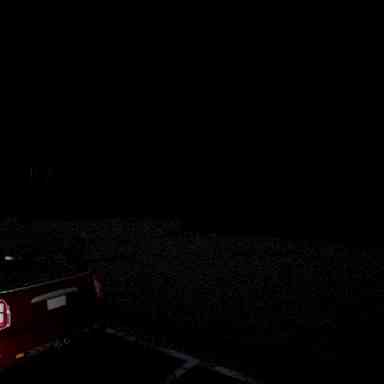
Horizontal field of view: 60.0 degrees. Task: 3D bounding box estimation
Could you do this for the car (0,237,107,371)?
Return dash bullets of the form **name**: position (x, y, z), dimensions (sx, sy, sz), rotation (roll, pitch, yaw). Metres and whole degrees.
- **car**: position (-3.338, 1.473, 5.460), dimensions (4.097, 1.590, 1.967), rotation (0, 0, 35)
